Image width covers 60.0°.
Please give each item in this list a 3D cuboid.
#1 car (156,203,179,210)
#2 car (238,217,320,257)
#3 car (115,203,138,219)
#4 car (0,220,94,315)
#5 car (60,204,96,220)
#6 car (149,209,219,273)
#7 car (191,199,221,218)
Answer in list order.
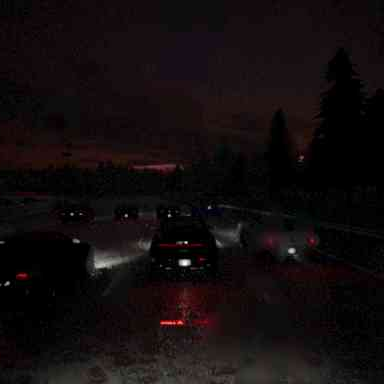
[{"bbox_3d":[-2.170,1.650,29.408,1.895,1.301,4.718,0,0,-8],"label":"car"},{"bbox_3d":[3.079,1.614,12.976,1.895,1.301,4.718,0,0,-4],"label":"car"},{"bbox_3d":[-5.739,1.658,29.618,1.895,1.301,4.718,0,0,-8],"label":"car"},{"bbox_3d":[-3.668,1.584,7.670,1.994,1.385,4.181,0,0,-2],"label":"car"},{"bbox_3d":[-8.698,1.605,25.674,2.033,1.411,5.357,0,0,-8],"label":"car"},{"bbox_3d":[-0.308,1.522,10.741,1.837,1.490,4.892,0,0,-3],"label":"car"},{"bbox_3d":[1.185,1.396,30.454,2.097,1.767,4.553,0,0,-8],"label":"car"}]
